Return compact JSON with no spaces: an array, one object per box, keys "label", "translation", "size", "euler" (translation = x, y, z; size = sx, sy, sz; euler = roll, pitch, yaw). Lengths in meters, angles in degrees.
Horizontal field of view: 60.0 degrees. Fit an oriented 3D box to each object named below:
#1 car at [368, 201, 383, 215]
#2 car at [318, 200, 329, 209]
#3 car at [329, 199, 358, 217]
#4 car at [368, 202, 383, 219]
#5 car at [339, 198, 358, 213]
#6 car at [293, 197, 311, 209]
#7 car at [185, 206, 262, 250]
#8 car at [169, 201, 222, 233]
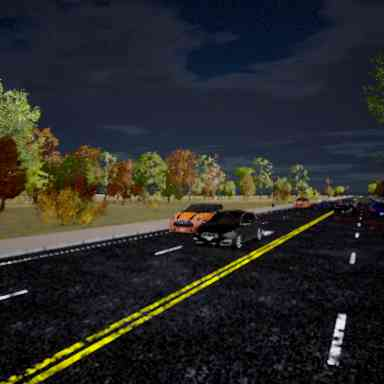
[{"label":"car","translation":[22.269,1.846,39.988],"size":[2.033,1.411,5.357],"euler":[0,0,28]},{"label":"car","translation":[20.823,1.894,51.589],"size":[2.033,1.411,5.357],"euler":[0,0,28]},{"label":"car","translation":[15.760,1.733,34.405],"size":[2.128,1.511,4.902],"euler":[0,0,27]},{"label":"car","translation":[17.691,1.761,31.190],"size":[1.812,1.442,4.674],"euler":[0,0,28]},{"label":"car","translation":[20.418,1.658,43.366],"size":[2.097,1.767,4.553],"euler":[0,0,28]},{"label":"car","translation":[16.887,1.678,51.069],"size":[2.097,1.767,4.553],"euler":[0,0,28]},{"label":"car","translation":[1.785,1.587,15.019],"size":[1.837,1.490,4.892],"euler":[0,0,27]},{"label":"car","translation":[0.549,1.451,19.681],"size":[2.097,1.767,4.553],"euler":[0,0,28]}]
